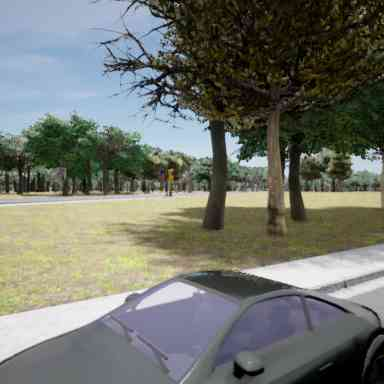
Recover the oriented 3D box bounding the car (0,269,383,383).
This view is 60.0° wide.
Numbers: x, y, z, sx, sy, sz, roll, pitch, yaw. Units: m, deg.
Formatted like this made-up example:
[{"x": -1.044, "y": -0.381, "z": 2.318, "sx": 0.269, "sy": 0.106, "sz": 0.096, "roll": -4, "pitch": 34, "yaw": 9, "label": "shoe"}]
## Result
[{"x": 0.192, "y": 1.563, "z": 3.226, "sx": 4.181, "sy": 1.385, "sz": 1.994, "roll": 0, "pitch": 0, "yaw": -37, "label": "car"}]
